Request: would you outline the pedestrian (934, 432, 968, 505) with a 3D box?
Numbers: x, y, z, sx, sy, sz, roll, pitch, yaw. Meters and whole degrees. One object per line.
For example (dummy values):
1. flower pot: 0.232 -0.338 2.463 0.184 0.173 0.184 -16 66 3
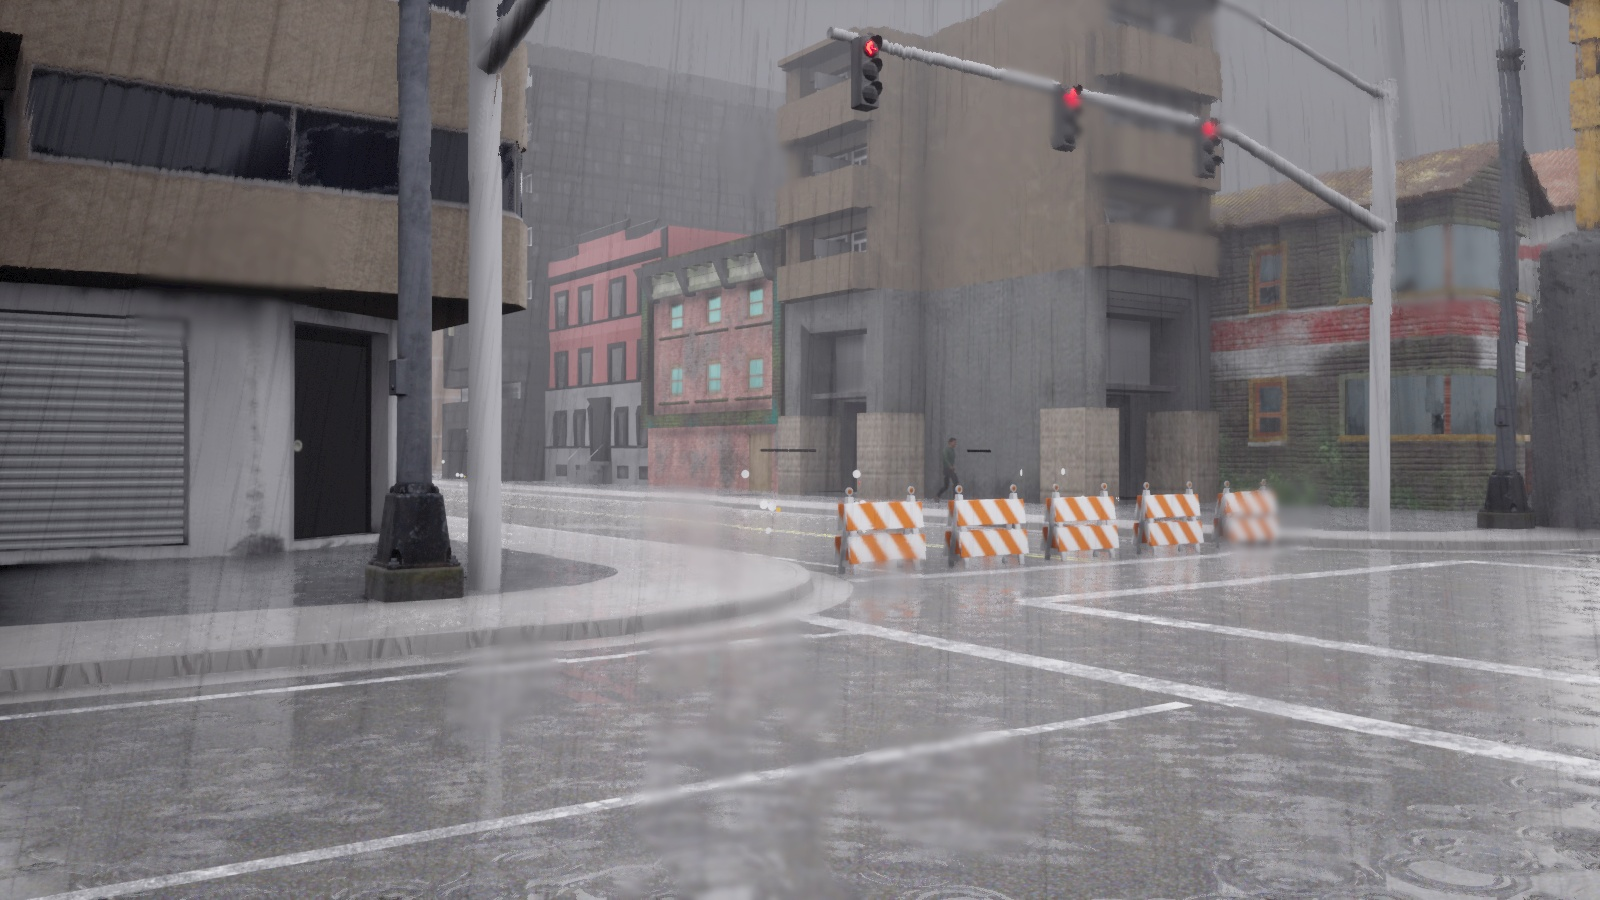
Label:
1. pedestrian: 4.079 0.484 33.925 0.788 1.949 0.423 0 0 42
